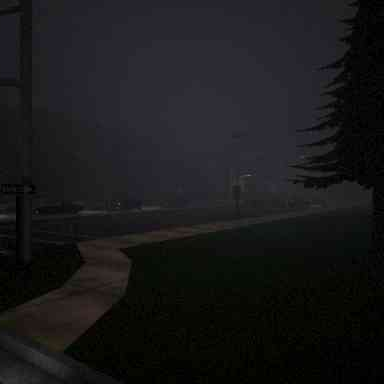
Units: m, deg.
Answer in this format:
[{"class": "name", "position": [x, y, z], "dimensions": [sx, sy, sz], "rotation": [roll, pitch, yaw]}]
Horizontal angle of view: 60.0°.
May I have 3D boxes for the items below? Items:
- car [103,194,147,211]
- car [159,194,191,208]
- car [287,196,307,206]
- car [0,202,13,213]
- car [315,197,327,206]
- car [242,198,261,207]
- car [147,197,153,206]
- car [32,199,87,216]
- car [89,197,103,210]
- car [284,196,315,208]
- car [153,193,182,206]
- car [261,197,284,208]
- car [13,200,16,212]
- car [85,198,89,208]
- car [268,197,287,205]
[{"class": "car", "position": [-8.057, 1.365, 40.394], "dimensions": [2.097, 1.767, 4.553], "rotation": [0, 0, 35]}, {"class": "car", "position": [-2.097, 1.504, 48.891], "dimensions": [2.128, 1.511, 4.902], "rotation": [0, 0, 35]}, {"class": "car", "position": [18.240, 1.485, 57.737], "dimensions": [1.882, 1.535, 5.008], "rotation": [0, 0, 35]}, {"class": "car", "position": [-19.004, 1.542, 36.965], "dimensions": [1.812, 1.442, 4.674], "rotation": [0, 0, 35]}, {"class": "car", "position": [21.099, 1.570, 55.718], "dimensions": [1.994, 1.385, 4.181], "rotation": [0, 0, 35]}, {"class": "car", "position": [9.615, 1.610, 51.434], "dimensions": [1.895, 1.301, 4.718], "rotation": [0, 0, 36]}, {"class": "car", "position": [-7.618, 1.564, 53.215], "dimensions": [2.033, 1.411, 5.357], "rotation": [0, 0, 35]}, {"class": "car", "position": [-13.259, 1.614, 32.968], "dimensions": [1.895, 1.301, 4.718], "rotation": [0, 0, 35]}, {"class": "car", "position": [-10.122, 1.237, 43.555], "dimensions": [2.150, 2.045, 5.566], "rotation": [0, 0, 35]}, {"class": "car", "position": [15.301, 1.498, 47.349], "dimensions": [2.128, 1.511, 4.902], "rotation": [0, 0, 35]}, {"class": "car", "position": [-3.246, 1.238, 53.339], "dimensions": [2.150, 2.045, 5.566], "rotation": [0, 0, 35]}, {"class": "car", "position": [12.454, 1.485, 49.385], "dimensions": [1.882, 1.535, 5.008], "rotation": [0, 0, 35]}, {"class": "car", "position": [-15.805, 1.492, 35.430], "dimensions": [1.882, 1.535, 5.008], "rotation": [0, 0, 35]}, {"class": "car", "position": [-13.645, 1.494, 44.613], "dimensions": [1.882, 1.535, 5.008], "rotation": [0, 0, 35]}, {"class": "car", "position": [15.358, 1.573, 59.723], "dimensions": [1.994, 1.385, 4.181], "rotation": [0, 0, 35]}]
